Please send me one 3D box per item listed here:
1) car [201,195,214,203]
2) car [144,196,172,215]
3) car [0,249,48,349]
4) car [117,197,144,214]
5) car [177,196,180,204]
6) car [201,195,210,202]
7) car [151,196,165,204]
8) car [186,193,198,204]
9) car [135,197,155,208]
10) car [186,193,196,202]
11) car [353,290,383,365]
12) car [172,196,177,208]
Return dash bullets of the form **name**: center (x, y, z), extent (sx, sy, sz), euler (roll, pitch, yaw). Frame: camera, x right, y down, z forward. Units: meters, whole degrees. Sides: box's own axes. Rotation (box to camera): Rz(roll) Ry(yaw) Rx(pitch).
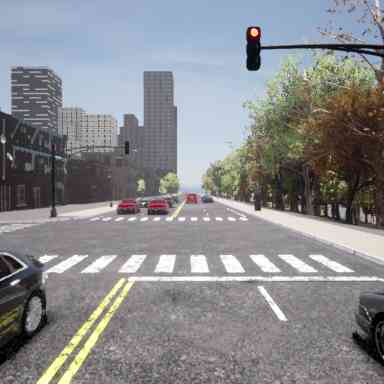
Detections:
- **car**: center (3.233, 1.539, 65.852), extent (1.994, 1.385, 4.181), euler (0, 0, 0)
- **car**: center (-3.411, 1.467, 34.215), extent (1.882, 1.535, 5.008), euler (0, 0, 0)
- **car**: center (-3.357, 1.504, 3.781), extent (1.837, 1.490, 4.892), euler (0, 0, 0)
- **car**: center (-6.666, 1.466, 35.588), extent (1.882, 1.535, 5.008), euler (0, 0, 0)
- **car**: center (-3.410, 1.482, 64.789), extent (1.837, 1.490, 4.892), euler (0, 0, 0)
- **car**: center (3.114, 1.447, 75.880), extent (1.882, 1.535, 5.008), euler (0, 0, 0)
- **car**: center (-6.652, 1.523, 65.419), extent (2.033, 1.411, 5.357), euler (0, 0, 0)
- **car**: center (-0.020, 1.197, 65.156), extent (2.150, 2.045, 5.566), euler (0, 0, 0)
- **car**: center (-6.685, 1.476, 47.781), extent (2.128, 1.511, 4.902), euler (0, 0, 0)
- **car**: center (-0.136, 1.195, 75.692), extent (2.150, 2.045, 5.566), euler (0, 0, 0)
- **car**: center (3.345, 1.547, 2.535), extent (2.033, 1.411, 5.357), euler (0, 0, 0)
- **car**: center (-3.434, 1.488, 46.489), extent (1.837, 1.490, 4.892), euler (0, 0, 0)
